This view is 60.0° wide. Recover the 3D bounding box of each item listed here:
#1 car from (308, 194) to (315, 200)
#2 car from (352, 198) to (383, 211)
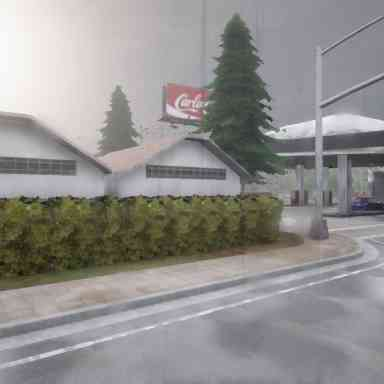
[{"bbox_3d":[31.815,1.330,88.879,2.152,1.636,5.027,0,0,-36],"label":"car"},{"bbox_3d":[20.814,1.480,39.371,4.611,1.667,2.242,0,0,-36],"label":"car"}]
